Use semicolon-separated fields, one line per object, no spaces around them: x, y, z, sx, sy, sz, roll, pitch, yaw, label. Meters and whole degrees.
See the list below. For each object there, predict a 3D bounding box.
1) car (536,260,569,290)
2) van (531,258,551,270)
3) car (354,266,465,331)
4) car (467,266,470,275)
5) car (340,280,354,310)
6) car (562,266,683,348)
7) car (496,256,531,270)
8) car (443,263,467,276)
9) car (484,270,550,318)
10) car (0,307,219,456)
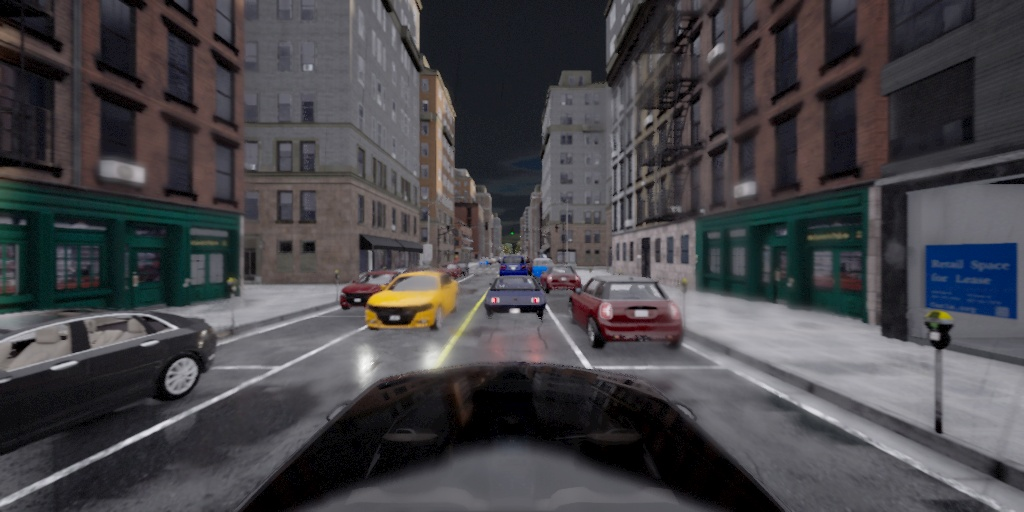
2.638;1.203;20.267;1.967;1.591;4.097;0;0;0;car
2.638;1.111;31.288;1.690;1.789;3.998;0;0;0;van
-2.848;1.235;11.227;1.882;1.535;5.008;0;0;0;car
-5.387;1.339;36.800;1.948;1.339;4.313;0;0;0;car
-5.387;1.305;14.755;1.888;1.381;4.507;0;0;0;car
2.638;1.195;9.244;1.967;1.591;4.097;0;0;0;car
0.100;0.990;28.515;2.150;2.045;5.566;0;0;0;car
-5.387;1.315;31.289;1.888;1.381;4.507;0;0;0;car
0.100;1.359;12.956;1.895;1.301;4.718;0;0;0;car
-5.387;1.302;3.733;2.007;1.370;4.403;0;0;0;car
